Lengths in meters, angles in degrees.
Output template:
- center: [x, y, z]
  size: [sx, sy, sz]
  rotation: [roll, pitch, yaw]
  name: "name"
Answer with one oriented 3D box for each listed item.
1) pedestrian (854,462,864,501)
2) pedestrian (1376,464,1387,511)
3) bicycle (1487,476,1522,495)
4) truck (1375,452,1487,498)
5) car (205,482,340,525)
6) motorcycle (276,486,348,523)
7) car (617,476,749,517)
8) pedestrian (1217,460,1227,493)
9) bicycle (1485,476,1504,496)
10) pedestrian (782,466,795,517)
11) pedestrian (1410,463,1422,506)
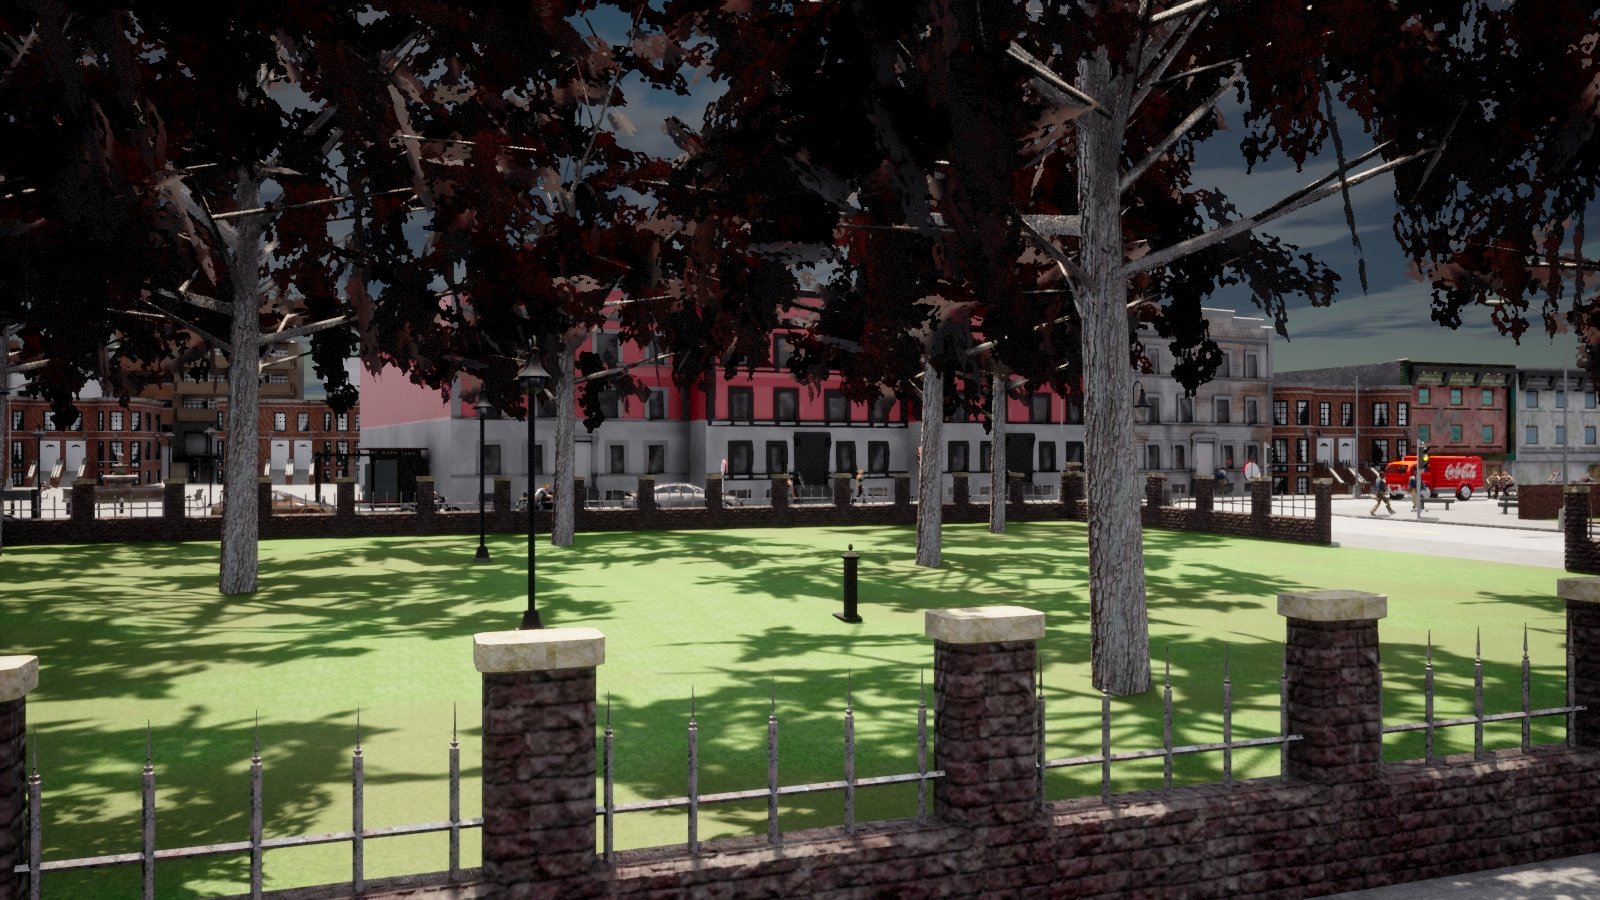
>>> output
- center: [2.826, 1.524, 54.970]
  size: [0.375, 1.860, 0.375]
  rotation: [0, 0, 27]
  name: "pedestrian"
- center: [23.476, 1.518, 46.144]
  size: [0.375, 1.860, 0.375]
  rotation: [0, 0, 32]
  name: "pedestrian"
- center: [40.458, 2.036, 65.608]
  size: [1.487, 1.080, 0.859]
  rotation: [0, 0, 1]
  name: "bicycle"
- center: [35.004, 1.348, 63.458]
  size: [5.204, 2.467, 2.627]
  rotation: [0, 0, -19]
  name: "truck"
- center: [-18.776, 1.899, 40.895]
  size: [4.181, 1.385, 1.994]
  rotation: [0, 0, -18]
  name: "car"
- center: [-17.611, 1.950, 41.298]
  size: [2.356, 1.277, 0.764]
  rotation: [0, 0, -19]
  name: "motorcycle"
- center: [-4.677, 1.827, 45.707]
  size: [4.902, 1.511, 2.128]
  rotation: [0, 0, -19]
  name: "car"
- center: [23.981, 1.523, 64.992]
  size: [0.375, 1.860, 0.375]
  rotation: [0, 0, -19]
  name: "pedestrian"
- center: [39.299, 2.036, 64.656]
  size: [0.859, 1.080, 1.487]
  rotation: [0, 0, 35]
  name: "bicycle"
- center: [-0.412, 1.525, 42.106]
  size: [0.375, 1.860, 0.375]
  rotation: [0, 0, -18]
  name: "pedestrian"
- center: [26.793, 1.517, 49.730]
  size: [0.375, 1.860, 0.375]
  rotation: [0, 0, 14]
  name: "pedestrian"
